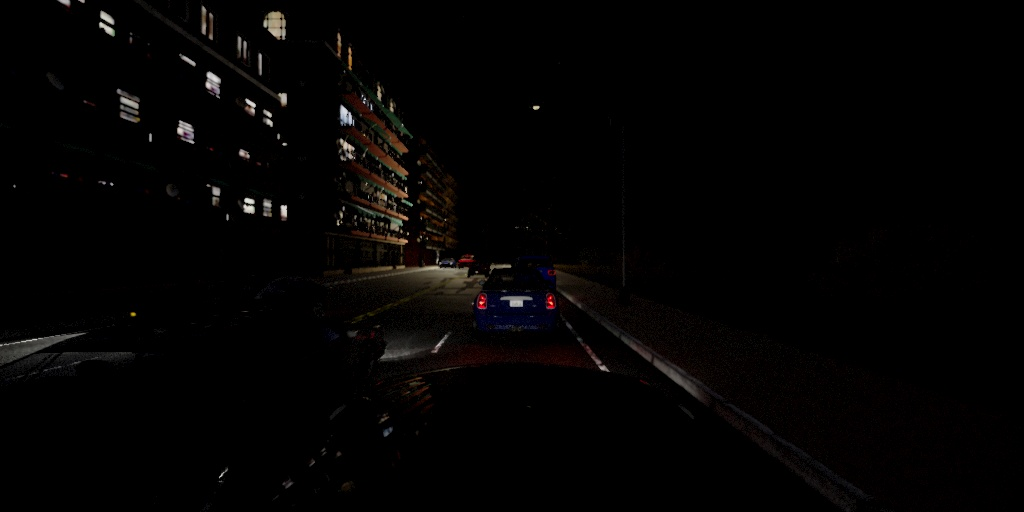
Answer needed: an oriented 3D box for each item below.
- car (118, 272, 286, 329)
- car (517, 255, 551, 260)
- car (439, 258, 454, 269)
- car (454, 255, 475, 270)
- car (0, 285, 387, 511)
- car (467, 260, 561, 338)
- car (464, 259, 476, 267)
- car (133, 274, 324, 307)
[{"bbox_3d":[-9.849,1.309,11.966,1.994,1.385,4.181,0,0,0],"label":"car"},{"bbox_3d":[1.139,0.966,19.847,2.150,2.045,5.566,0,0,0],"label":"car"},{"bbox_3d":[-9.834,1.070,55.280,2.097,1.767,4.553,0,0,0],"label":"car"},{"bbox_3d":[-6.588,0.941,52.721,2.150,2.045,5.566,0,0,0],"label":"car"},{"bbox_3d":[-3.152,1.296,3.946,2.033,1.411,5.357,0,0,0],"label":"car"},{"bbox_3d":[0.100,1.098,10.272,2.097,1.767,4.553,0,0,0],"label":"car"},{"bbox_3d":[-3.148,1.258,34.440,1.812,1.442,4.674,0,0,0],"label":"car"},{"bbox_3d":[-6.600,1.238,9.181,2.128,1.511,4.902,0,0,0],"label":"car"}]
